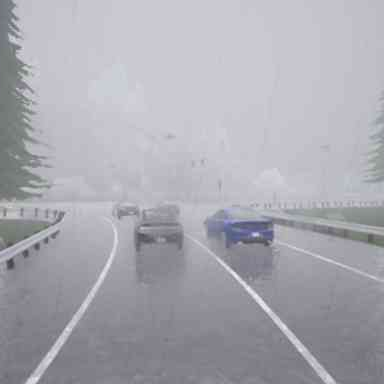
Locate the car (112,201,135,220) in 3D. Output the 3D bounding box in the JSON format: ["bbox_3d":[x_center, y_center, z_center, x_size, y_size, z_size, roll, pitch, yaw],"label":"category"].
[{"bbox_3d":[-5.567,1.477,28.070,1.812,1.442,4.674,0,0,-21],"label":"car"}]

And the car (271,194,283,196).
[{"bbox_3d":[22.515,1.284,82.293,4.674,1.442,1.812,0,0,-26],"label":"car"}]

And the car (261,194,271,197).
[{"bbox_3d":[19.921,1.238,84.869,5.008,1.535,1.882,0,0,-26],"label":"car"}]

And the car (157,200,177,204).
[{"bbox_3d":[-2.277,1.463,30.972,1.812,1.442,4.674,0,0,-13],"label":"car"}]

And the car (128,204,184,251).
[{"bbox_3d":[-1.517,1.463,14.002,2.128,1.511,4.902,0,0,-11],"label":"car"}]

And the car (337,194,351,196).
[{"bbox_3d":[40.215,1.230,86.220,4.674,1.442,1.812,0,0,-42],"label":"car"}]

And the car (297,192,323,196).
[{"bbox_3d":[27.412,1.284,76.970,4.674,1.442,1.812,0,0,-26],"label":"car"}]

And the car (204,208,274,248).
[{"bbox_3d":[1.892,1.440,14.756,1.882,1.535,5.008,0,0,-11],"label":"car"}]

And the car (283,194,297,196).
[{"bbox_3d":[24.980,1.285,79.653,4.902,1.511,2.128,0,0,-26],"label":"car"}]
